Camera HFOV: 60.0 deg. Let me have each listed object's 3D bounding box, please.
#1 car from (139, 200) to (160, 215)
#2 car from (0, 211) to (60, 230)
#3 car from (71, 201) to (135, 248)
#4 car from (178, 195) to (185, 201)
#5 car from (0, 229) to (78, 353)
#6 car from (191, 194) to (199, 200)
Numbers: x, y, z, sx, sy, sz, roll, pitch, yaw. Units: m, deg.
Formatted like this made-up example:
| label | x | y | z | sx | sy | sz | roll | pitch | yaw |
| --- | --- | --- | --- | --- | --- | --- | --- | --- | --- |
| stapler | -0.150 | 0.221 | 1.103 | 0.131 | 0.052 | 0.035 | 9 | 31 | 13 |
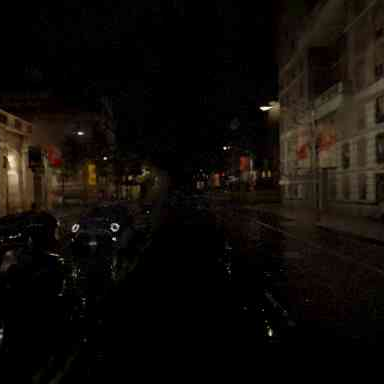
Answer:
| label | x | y | z | sx | sy | sz | roll | pitch | yaw |
| --- | --- | --- | --- | --- | --- | --- | --- | --- | --- |
| car | -4.449 | 1.617 | 35.619 | 2.033 | 1.411 | 5.357 | -1 | 0 | -2 |
| car | -7.407 | 1.639 | 14.714 | 1.837 | 1.490 | 4.892 | -1 | 0 | -2 |
| car | -3.924 | 1.419 | 15.207 | 2.097 | 1.767 | 4.553 | -1 | 0 | -1 |
| car | -2.782 | 1.436 | 89.158 | 1.812 | 1.442 | 4.674 | -1 | 0 | -2 |
| car | -3.682 | 1.631 | 5.681 | 1.994 | 1.385 | 4.181 | -1 | 0 | -1 |
| car | 0.712 | 1.201 | 89.281 | 2.097 | 1.767 | 4.553 | -1 | 0 | -2 |
